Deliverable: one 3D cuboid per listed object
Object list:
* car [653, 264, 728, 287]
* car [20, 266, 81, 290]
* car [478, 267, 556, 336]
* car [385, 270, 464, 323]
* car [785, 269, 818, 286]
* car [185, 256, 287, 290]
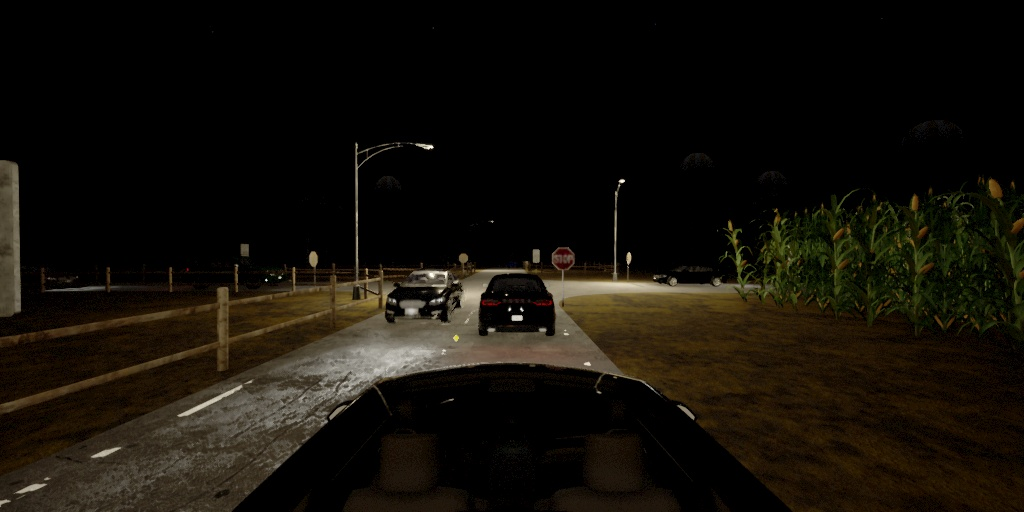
[{"bbox_3d":[12.760,1.351,25.816,5.008,1.535,1.882,0,1,-1],"label":"car"},{"bbox_3d":[-30.963,1.393,23.182,4.674,1.442,1.812,-1,1,0],"label":"car"},{"bbox_3d":[0.119,1.235,10.456,1.882,1.535,5.008,0,0,0],"label":"car"},{"bbox_3d":[-2.772,1.252,12.230,2.128,1.511,4.902,0,0,-1],"label":"car"},{"bbox_3d":[22.203,1.453,25.807,4.902,1.511,2.128,1,1,0],"label":"car"},{"bbox_3d":[-17.703,1.044,23.093,5.566,2.045,2.150,0,1,0],"label":"car"}]
